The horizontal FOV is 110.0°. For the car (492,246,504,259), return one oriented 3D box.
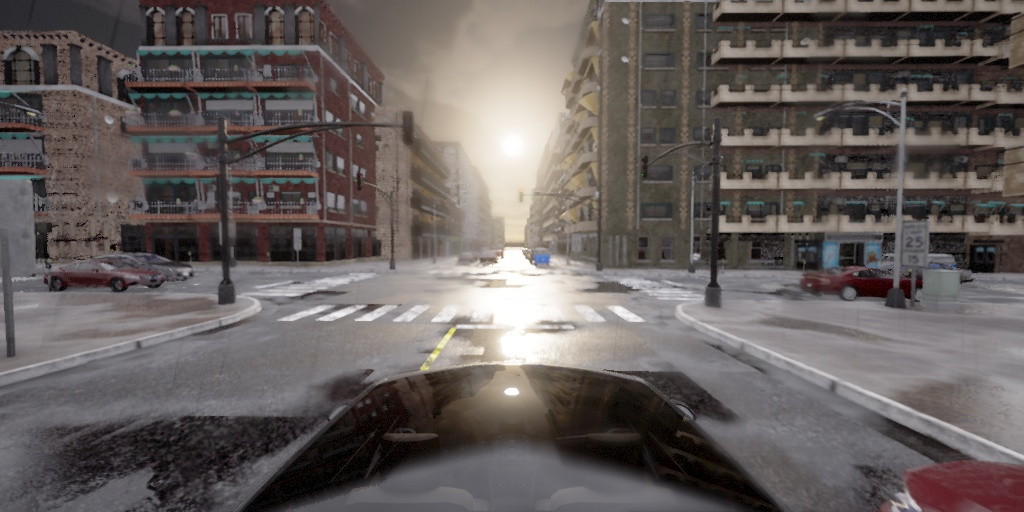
[{"bbox_3d":[-2.483,-0.635,61.138,2.150,2.045,5.566,0,2,1],"label":"car"}]

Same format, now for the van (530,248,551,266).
[{"bbox_3d":[3.155,0.089,38.076,1.690,1.789,3.998,0,0,1],"label":"van"}]

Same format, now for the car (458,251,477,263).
[{"bbox_3d":[-5.449,0.176,43.701,1.802,1.307,4.207,0,0,1],"label":"car"}]

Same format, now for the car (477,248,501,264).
[{"bbox_3d":[-2.706,0.102,42.609,1.882,1.535,5.008,0,2,1],"label":"car"}]

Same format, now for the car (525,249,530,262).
[{"bbox_3d":[3.117,-0.083,43.571,2.192,1.841,5.009,0,0,1],"label":"car"}]

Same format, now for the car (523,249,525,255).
[{"bbox_3d":[3.229,-0.386,60.126,1.967,1.591,4.097,0,0,1],"label":"car"}]

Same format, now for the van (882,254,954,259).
[{"bbox_3d":[26.297,0.747,23.446,3.998,1.789,1.690,0,0,1],"label":"van"}]

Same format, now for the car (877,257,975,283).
[{"bbox_3d":[23.340,1.014,20.884,5.357,1.411,2.033,1,2,1],"label":"car"}]

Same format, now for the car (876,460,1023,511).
[{"bbox_3d":[2.782,1.377,0.192,1.802,1.307,4.207,0,0,1],"label":"car"}]

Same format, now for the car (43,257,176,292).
[{"bbox_3d":[-17.615,0.815,15.557,4.207,1.307,1.802,0,0,1],"label":"car"}]

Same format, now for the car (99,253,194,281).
[{"bbox_3d":[-19.025,0.618,18.232,4.902,1.511,2.128,1,2,1],"label":"car"}]

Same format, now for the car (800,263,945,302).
[{"bbox_3d":[14.835,1.127,15.205,4.507,1.381,1.888,0,0,1],"label":"car"}]
